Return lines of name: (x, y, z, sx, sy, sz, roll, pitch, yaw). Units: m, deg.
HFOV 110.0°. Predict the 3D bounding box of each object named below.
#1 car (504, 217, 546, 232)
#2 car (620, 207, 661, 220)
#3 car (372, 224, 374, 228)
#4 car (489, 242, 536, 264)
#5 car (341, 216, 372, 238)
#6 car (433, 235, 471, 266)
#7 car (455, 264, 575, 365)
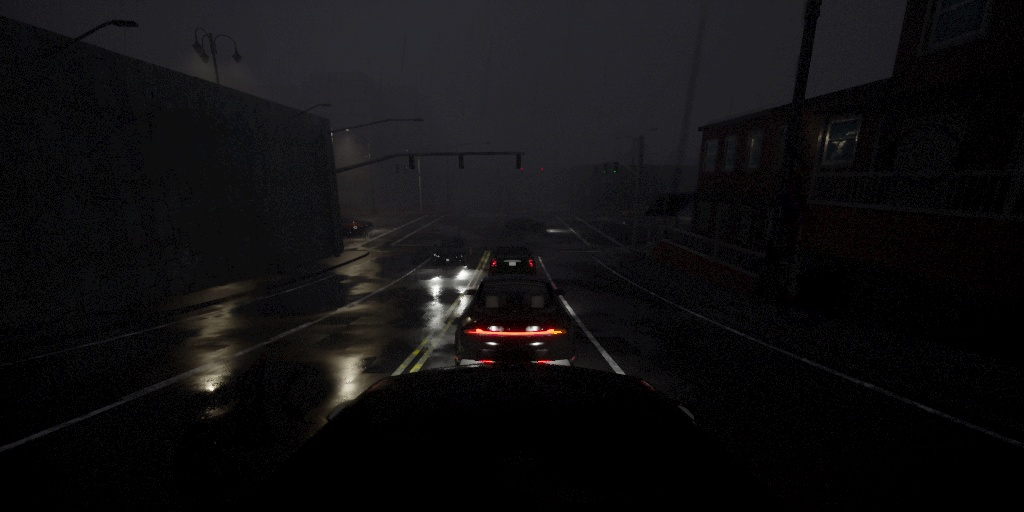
car: (1.314, -3.188, 35.655, 4.181, 1.385, 1.994, 0, 12, 0)
car: (16.472, -5.544, 46.018, 5.008, 1.535, 1.882, 0, 12, 0)
car: (-16.742, -3.220, 35.748, 5.357, 1.411, 2.033, 0, 12, 0)
car: (0.026, 0.086, 17.418, 2.097, 1.767, 4.553, 0, 7, 0)
car: (-15.591, -2.659, 32.260, 4.553, 1.767, 2.097, 0, 12, 0)
car: (-3.570, -0.419, 21.973, 1.837, 1.490, 4.892, 1, 9, -1)
car: (0.056, 1.122, 7.164, 1.837, 1.490, 4.892, 0, 2, 0)
